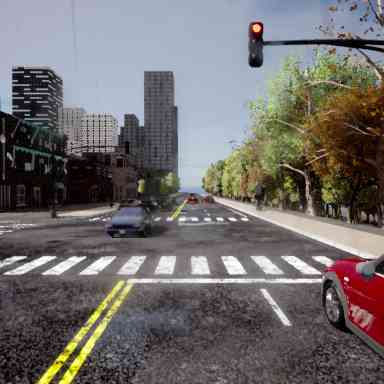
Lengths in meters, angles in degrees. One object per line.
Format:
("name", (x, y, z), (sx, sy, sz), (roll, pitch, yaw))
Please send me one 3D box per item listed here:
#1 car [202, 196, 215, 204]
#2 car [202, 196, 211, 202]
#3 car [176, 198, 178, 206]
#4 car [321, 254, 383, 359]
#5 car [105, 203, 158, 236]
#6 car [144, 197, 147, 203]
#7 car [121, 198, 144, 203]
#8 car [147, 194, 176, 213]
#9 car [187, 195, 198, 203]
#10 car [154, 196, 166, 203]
("car", (3.362, 1.453, 65.291), (1.882, 1.535, 5.008), (0, 0, 0))
("car", (3.266, 1.523, 75.435), (1.994, 1.385, 4.181), (0, 0, 0))
("car", (-3.331, 1.486, 54.401), (1.837, 1.490, 4.892), (0, 0, 0))
("car", (3.349, 1.351, 4.119), (2.097, 1.767, 4.553), (0, 0, 0))
("car", (-3.348, 1.543, 18.688), (2.033, 1.411, 5.357), (0, 0, 0))
("car", (-6.582, 1.461, 50.650), (1.882, 1.535, 5.008), (0, 1, 0))
("car", (-6.593, 1.493, 35.113), (1.837, 1.490, 4.892), (0, 0, 0))
("car", (-3.333, 1.210, 37.435), (2.150, 2.045, 5.566), (0, 0, 0))
("car", (0.111, 1.327, 65.959), (2.097, 1.767, 4.553), (0, 0, 0))
("car", (-6.492, 1.540, 68.362), (1.994, 1.385, 4.181), (0, 0, 0))
